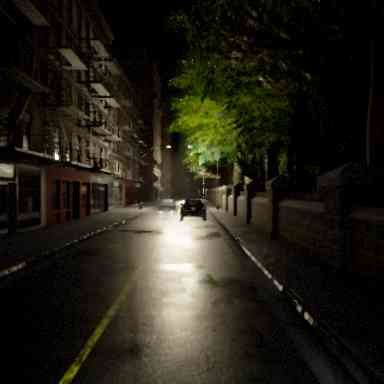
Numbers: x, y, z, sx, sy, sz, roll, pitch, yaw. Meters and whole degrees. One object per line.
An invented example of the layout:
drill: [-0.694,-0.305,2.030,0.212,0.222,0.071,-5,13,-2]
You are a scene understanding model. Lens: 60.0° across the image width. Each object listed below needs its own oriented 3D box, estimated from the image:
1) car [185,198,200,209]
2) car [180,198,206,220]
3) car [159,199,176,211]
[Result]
car: [0.086,1.576,46.018,1.994,1.385,4.181,0,0,0]
car: [0.092,1.362,28.199,2.097,1.767,4.553,0,0,0]
car: [-3.012,1.581,42.048,2.033,1.411,5.357,0,0,0]
